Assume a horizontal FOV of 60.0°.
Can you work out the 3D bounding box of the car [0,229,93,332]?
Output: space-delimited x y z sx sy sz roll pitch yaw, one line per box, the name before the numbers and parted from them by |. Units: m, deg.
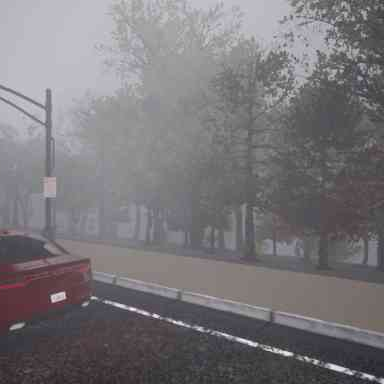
car | -4.086 1.477 6.598 5.008 1.535 1.882 0 0 36
